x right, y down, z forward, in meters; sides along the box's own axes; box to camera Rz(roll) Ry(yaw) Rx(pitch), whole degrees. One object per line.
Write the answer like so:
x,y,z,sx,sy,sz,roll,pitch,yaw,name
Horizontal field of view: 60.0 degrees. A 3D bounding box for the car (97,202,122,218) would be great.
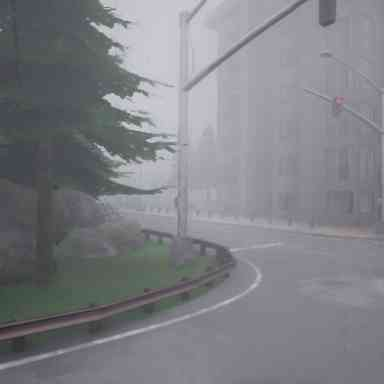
-7.439,1.650,27.504,1.837,1.490,4.892,1,2,-36,car
